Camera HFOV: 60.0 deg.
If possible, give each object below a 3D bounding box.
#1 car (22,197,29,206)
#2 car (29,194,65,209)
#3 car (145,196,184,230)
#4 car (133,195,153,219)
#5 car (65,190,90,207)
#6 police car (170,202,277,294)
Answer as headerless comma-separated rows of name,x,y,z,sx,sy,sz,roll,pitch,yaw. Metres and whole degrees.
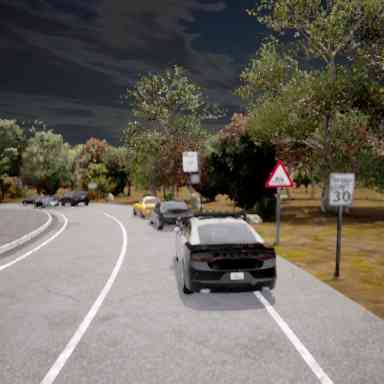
car,-25.164,1.322,53.041,4.902,1.511,2.128,-2,3,34
car,-18.164,1.310,41.513,2.128,1.511,4.902,-5,2,-41
car,-1.265,1.191,18.862,1.837,1.490,4.892,-2,1,-15
car,-3.231,1.043,25.014,1.801,1.575,5.366,-2,2,-20
car,-15.434,0.804,43.654,2.150,2.045,5.566,-5,3,-41
police car,0.581,1.297,8.694,1.930,1.638,5.238,-1,1,-6
